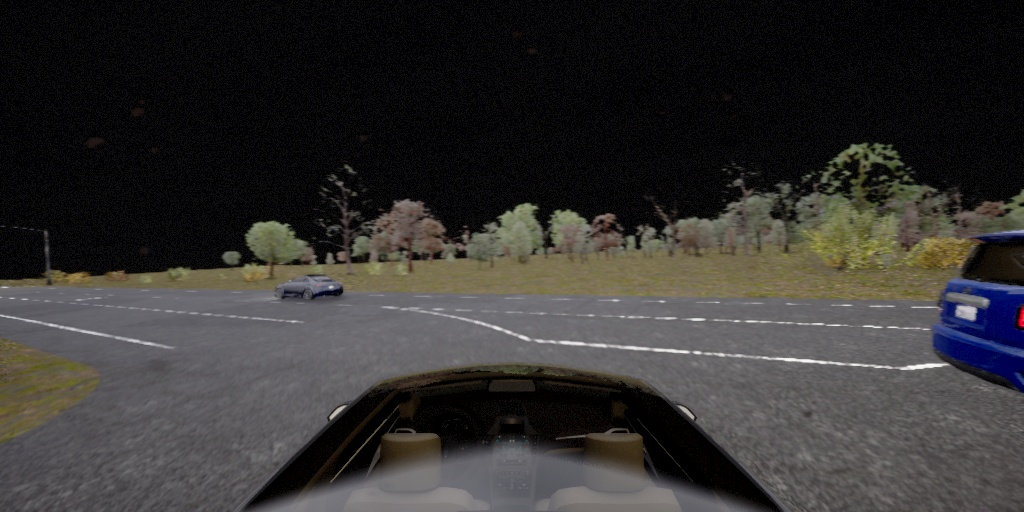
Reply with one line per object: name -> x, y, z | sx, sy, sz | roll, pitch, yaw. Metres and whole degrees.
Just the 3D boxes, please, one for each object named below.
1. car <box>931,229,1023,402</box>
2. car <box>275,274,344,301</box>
car -> 7.409, 0.641, 2.729 | 5.566, 2.045, 2.150 | -2, 0, 28
car -> -11.781, 1.764, 20.800 | 4.181, 1.385, 1.994 | -2, 1, 28
